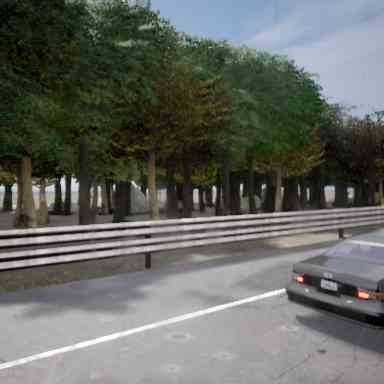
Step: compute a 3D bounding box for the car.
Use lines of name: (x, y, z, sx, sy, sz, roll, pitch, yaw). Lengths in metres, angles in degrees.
car: (4.208, 1.505, 6.726, 5.357, 1.411, 2.033, 0, 0, -36)
